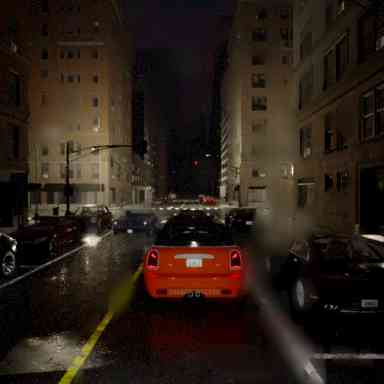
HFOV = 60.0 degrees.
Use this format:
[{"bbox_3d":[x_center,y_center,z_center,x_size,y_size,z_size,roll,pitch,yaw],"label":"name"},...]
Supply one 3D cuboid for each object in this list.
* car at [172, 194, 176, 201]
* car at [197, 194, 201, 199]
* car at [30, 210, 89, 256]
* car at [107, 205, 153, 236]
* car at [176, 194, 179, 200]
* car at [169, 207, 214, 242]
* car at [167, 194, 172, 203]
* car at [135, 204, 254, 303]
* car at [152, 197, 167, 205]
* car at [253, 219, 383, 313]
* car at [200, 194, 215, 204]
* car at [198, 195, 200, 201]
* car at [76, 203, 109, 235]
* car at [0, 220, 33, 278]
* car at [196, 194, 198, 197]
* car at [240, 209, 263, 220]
[{"bbox_3d":[-5.666,1.626,82.482,1.752,1.417,4.829,0,0,0],"label":"car"},{"bbox_3d":[2.854,1.524,77.240,1.967,1.590,4.097,0,0,0],"label":"car"},{"bbox_3d":[-5.682,1.582,13.005,1.802,1.307,4.206,0,0,0],"label":"car"},{"bbox_3d":[-3.017,1.602,18.393,1.895,1.301,4.718,0,0,0],"label":"car"},{"bbox_3d":[-5.657,1.457,93.470,2.192,1.841,5.009,0,0,0],"label":"car"},{"bbox_3d":[-0.012,1.564,17.028,1.994,1.385,4.181,0,0,0],"label":"car"},{"bbox_3d":[-5.679,1.607,66.426,2.008,1.369,4.403,0,0,0],"label":"car"},{"bbox_3d":[0.055,1.352,8.374,2.097,1.767,4.553,0,0,0],"label":"car"},{"bbox_3d":[-5.688,1.618,55.609,1.802,1.307,4.206,0,0,0],"label":"car"},{"bbox_3d":[2.849,1.550,7.512,2.008,1.369,4.403,0,0,0],"label":"car"},{"bbox_3d":[2.836,1.476,55.605,1.967,1.590,4.097,0,0,0],"label":"car"},{"bbox_3d":[2.846,1.607,66.422,2.008,1.369,4.403,0,0,0],"label":"car"},{"bbox_3d":[-5.687,1.441,18.507,1.967,1.590,4.097,0,0,0],"label":"car"},{"bbox_3d":[-5.676,1.566,7.504,1.947,1.339,4.313,0,0,0],"label":"car"},{"bbox_3d":[2.863,1.561,88.058,1.967,1.590,4.097,0,0,0],"label":"car"},{"bbox_3d":[2.839,1.566,18.514,1.947,1.339,4.313,0,0,0],"label":"car"}]
